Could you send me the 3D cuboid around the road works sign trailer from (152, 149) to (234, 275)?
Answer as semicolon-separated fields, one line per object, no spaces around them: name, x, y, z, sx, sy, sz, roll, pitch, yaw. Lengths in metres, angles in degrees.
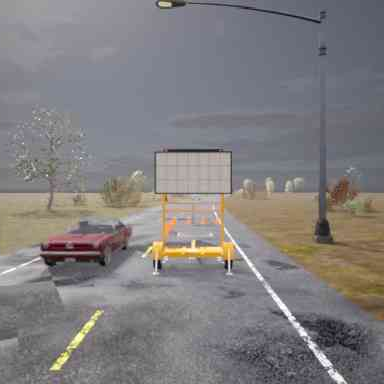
road works sign trailer;0.043;0.463;10.456;2.380;3.560;2.880;0;0;1

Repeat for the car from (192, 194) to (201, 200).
car;1.257;1.219;90.474;2.150;2.045;5.566;0;0;6

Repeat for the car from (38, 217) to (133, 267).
car;-3.401;1.600;11.543;1.895;1.301;4.718;0;0;1
